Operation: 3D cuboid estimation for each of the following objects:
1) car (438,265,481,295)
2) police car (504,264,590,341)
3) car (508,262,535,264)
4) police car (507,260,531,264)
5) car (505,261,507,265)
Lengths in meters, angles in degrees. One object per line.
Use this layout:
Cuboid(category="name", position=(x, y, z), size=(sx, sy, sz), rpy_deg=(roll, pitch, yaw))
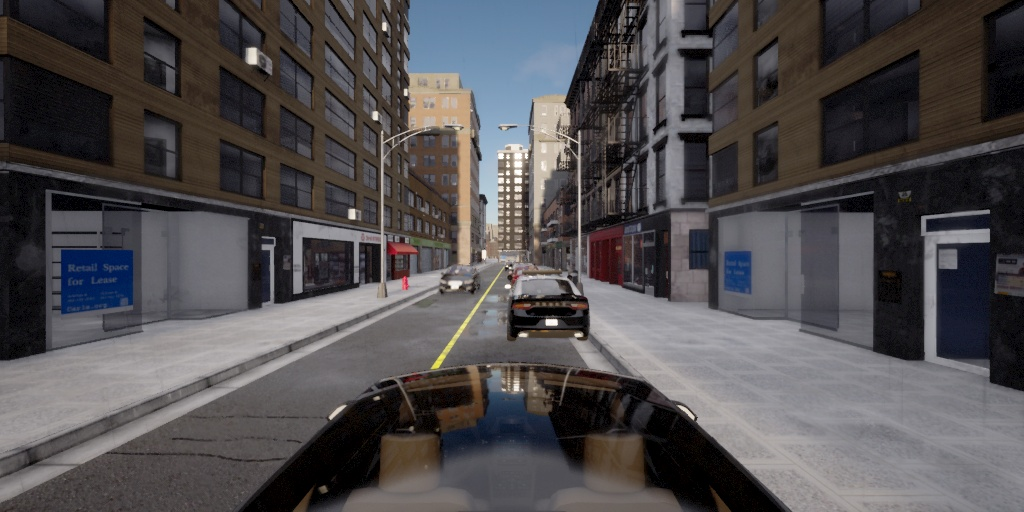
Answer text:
Cuboid(category="car", position=(-2.761, 1.237, 19.802), size=(2.128, 1.511, 4.902), rpy_deg=(0, 0, 0))
Cuboid(category="police car", position=(0.821, 1.174, 10.025), size=(1.930, 1.638, 5.238), rpy_deg=(0, 0, 0))
Cuboid(category="car", position=(0.814, 1.272, 19.915), size=(1.812, 1.442, 4.674), rpy_deg=(0, 0, 0))
Cuboid(category="police car", position=(0.810, 1.169, 26.025), size=(1.930, 1.638, 5.238), rpy_deg=(0, 0, 0))
Cuboid(category="car", position=(0.013, 1.341, 47.855), size=(1.895, 1.301, 4.718), rpy_deg=(0, 0, 1))
